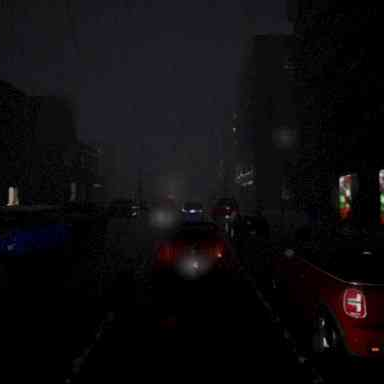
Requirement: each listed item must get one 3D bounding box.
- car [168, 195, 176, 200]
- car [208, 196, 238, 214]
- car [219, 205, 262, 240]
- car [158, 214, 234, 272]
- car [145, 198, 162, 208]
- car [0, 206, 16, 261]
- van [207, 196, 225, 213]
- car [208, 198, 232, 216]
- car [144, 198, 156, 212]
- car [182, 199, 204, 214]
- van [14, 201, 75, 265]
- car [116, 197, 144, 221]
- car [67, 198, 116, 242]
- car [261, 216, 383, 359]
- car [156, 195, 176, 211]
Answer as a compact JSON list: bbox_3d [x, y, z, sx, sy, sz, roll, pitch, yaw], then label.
[{"bbox_3d":[-5.671,1.594,92.878,1.887,1.381,4.507,1,0,0],"label":"car"},{"bbox_3d":[2.710,1.332,27.604,2.192,1.841,5.009,1,0,0],"label":"car"},{"bbox_3d":[2.705,1.562,16.790,2.008,1.369,4.403,1,0,0],"label":"car"},{"bbox_3d":[0.068,1.608,10.813,1.895,1.301,4.718,0,0,0],"label":"car"},{"bbox_3d":[-5.674,1.580,49.241,2.008,1.369,4.403,1,0,0],"label":"car"},{"bbox_3d":[-5.671,1.320,5.983,2.192,1.841,5.009,1,0,0],"label":"car"},{"bbox_3d":[2.710,1.364,38.419,1.690,1.788,3.998,1,0,0],"label":"van"},{"bbox_3d":[2.708,1.460,33.011,1.967,1.590,4.097,1,0,0],"label":"car"},{"bbox_3d":[-5.671,1.463,38.427,1.967,1.590,4.097,1,0,0],"label":"car"},{"bbox_3d":[0.084,1.565,28.635,2.033,1.411,5.357,0,0,0],"label":"car"},{"bbox_3d":[-5.671,1.349,11.391,1.690,1.788,3.998,1,0,0],"label":"van"},{"bbox_3d":[-5.670,1.332,27.612,2.192,1.841,5.009,1,0,0],"label":"car"},{"bbox_3d":[-5.670,1.326,16.798,2.192,1.841,5.009,1,0,0],"label":"car"},{"bbox_3d":[2.706,1.444,5.976,1.967,1.590,4.097,1,0,0],"label":"car"},{"bbox_3d":[-3.091,1.515,40.411,2.128,1.511,4.902,0,0,0],"label":"car"}]
